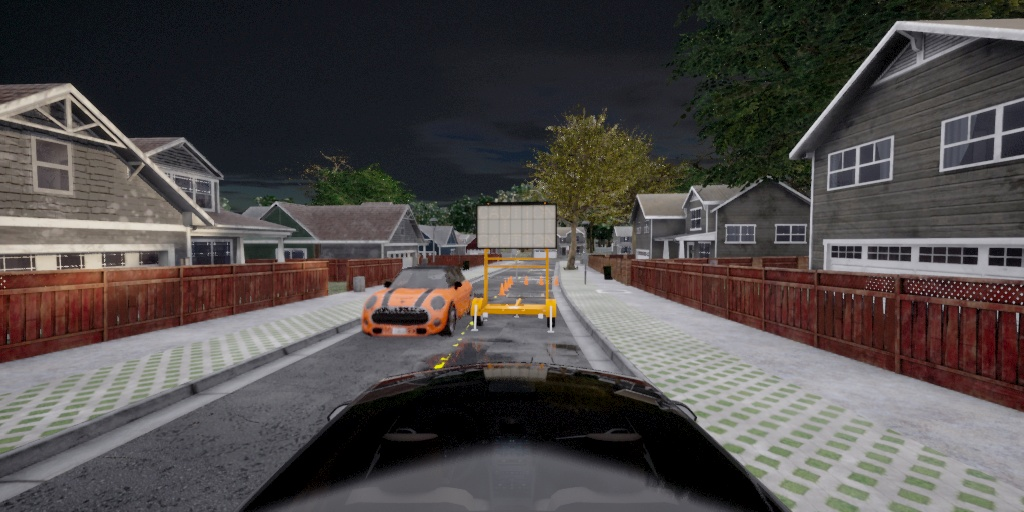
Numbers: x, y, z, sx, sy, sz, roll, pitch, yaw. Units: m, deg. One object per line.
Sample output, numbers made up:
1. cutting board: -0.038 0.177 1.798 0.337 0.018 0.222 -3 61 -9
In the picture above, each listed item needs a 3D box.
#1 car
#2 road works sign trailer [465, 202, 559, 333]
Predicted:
1. car: -2.422 1.078 10.251 2.097 1.767 4.553 0 0 3
2. road works sign trailer: 0.144 0.191 10.777 2.380 3.560 2.880 0 0 5
